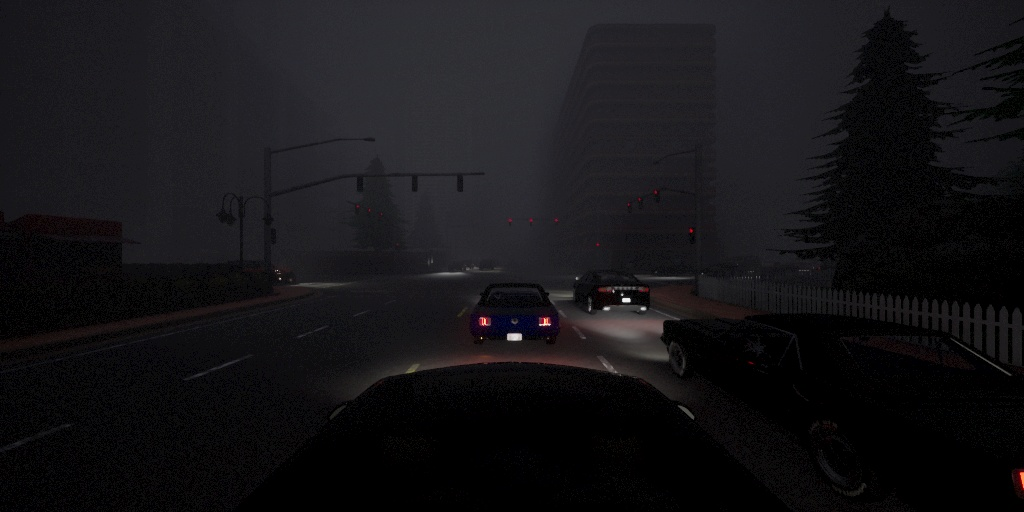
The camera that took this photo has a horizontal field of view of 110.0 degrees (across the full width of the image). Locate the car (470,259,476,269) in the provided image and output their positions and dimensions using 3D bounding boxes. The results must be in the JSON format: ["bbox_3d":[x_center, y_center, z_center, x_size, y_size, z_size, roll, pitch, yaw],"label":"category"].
[{"bbox_3d":[-7.136,1.297,56.692,2.033,1.411,5.357,0,0,0],"label":"car"}]

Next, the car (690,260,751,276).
[{"bbox_3d":[19.544,1.295,33.621,4.718,1.301,1.895,0,0,-18],"label":"car"}]

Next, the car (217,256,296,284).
[{"bbox_3d":[-17.238,1.047,24.292,4.553,1.767,2.097,0,0,0],"label":"car"}]

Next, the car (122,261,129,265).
[{"bbox_3d":[-28.237,0.914,24.214,5.566,2.045,2.150,0,0,0],"label":"car"}]

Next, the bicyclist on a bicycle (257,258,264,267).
[{"bbox_3d":[-27.918,0.996,39.698,0.582,1.620,1.656,0,0,0],"label":"bicyclist on a bicycle"}]

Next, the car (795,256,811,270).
[{"bbox_3d":[35.534,0.916,43.433,2.150,2.045,5.566,0,0,44],"label":"car"}]

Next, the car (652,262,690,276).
[{"bbox_3d":[16.561,1.295,36.469,4.718,1.301,1.895,0,0,-14],"label":"car"}]

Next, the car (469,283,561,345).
[{"bbox_3d":[0.067,1.351,9.471,1.895,1.301,4.718,0,0,0],"label":"car"}]

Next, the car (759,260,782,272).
[{"bbox_3d":[33.344,1.220,46.202,1.812,1.442,4.674,0,0,42],"label":"car"}]

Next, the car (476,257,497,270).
[{"bbox_3d":[-3.638,1.228,51.939,1.882,1.535,5.008,0,0,0],"label":"car"}]

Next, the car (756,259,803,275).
[{"bbox_3d":[27.890,1.295,37.389,4.718,1.301,1.895,0,0,-31],"label":"car"}]

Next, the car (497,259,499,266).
[{"bbox_3d":[-3.623,1.255,62.038,1.837,1.490,4.892,0,0,0],"label":"car"}]

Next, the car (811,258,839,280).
[{"bbox_3d":[26.800,1.046,28.829,4.553,1.767,2.097,0,0,-23],"label":"car"}]

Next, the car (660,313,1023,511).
[{"bbox_3d":[3.598,1.351,4.359,1.895,1.301,4.718,0,0,0],"label":"car"}]

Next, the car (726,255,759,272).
[{"bbox_3d":[25.618,0.916,40.077,5.566,2.045,2.150,0,0,-31],"label":"car"}]

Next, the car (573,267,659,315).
[{"bbox_3d":[3.577,1.228,13.679,1.882,1.535,5.008,0,0,0],"label":"car"}]

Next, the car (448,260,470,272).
[{"bbox_3d":[-7.137,1.351,47.040,1.895,1.301,4.718,0,0,0],"label":"car"}]
